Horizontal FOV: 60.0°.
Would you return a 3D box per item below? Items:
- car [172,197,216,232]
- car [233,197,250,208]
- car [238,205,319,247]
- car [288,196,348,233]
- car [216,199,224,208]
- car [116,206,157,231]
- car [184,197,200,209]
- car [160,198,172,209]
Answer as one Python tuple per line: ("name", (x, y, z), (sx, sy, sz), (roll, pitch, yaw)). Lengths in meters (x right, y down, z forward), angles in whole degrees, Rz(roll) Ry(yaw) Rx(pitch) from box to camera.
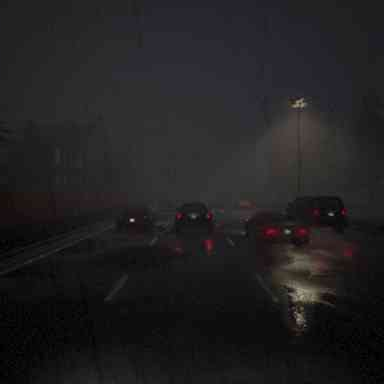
("car", (0.098, 1.360, 20.107), (2.097, 1.767, 4.553), (0, 0, 0))
("car", (7.001, 1.496, 47.217), (1.882, 1.535, 5.008), (0, 0, 0))
("car", (3.598, 1.553, 15.030), (2.033, 1.411, 5.357), (0, 0, 0))
("car", (7.098, 1.229, 19.642), (2.150, 2.045, 5.566), (0, 0, 0))
("car", (3.495, 1.619, 47.650), (1.895, 1.301, 4.718), (0, 0, 0))
("car", (-3.403, 1.572, 20.916), (1.994, 1.385, 4.181), (0, 0, 0))
("car", (0.000, 1.510, 47.142), (2.128, 1.511, 4.902), (0, 0, 0))
("car", (-3.502, 1.566, 46.947), (2.033, 1.411, 5.357), (0, 0, 0))
